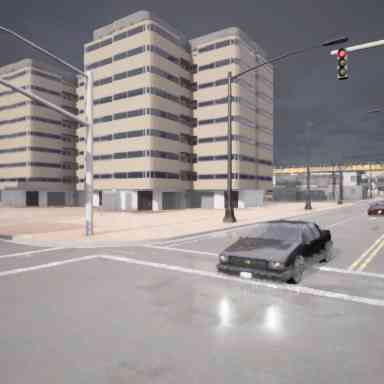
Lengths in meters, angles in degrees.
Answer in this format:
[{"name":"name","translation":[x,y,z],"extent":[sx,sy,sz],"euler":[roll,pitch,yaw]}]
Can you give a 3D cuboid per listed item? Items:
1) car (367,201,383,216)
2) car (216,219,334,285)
[{"name":"car","translation":[17.725,1.565,31.023],"extent":[1.994,1.385,4.181],"euler":[0,0,35]},{"name":"car","translation":[2.794,1.550,9.932],"extent":[2.033,1.411,5.357],"euler":[0,0,35]}]
